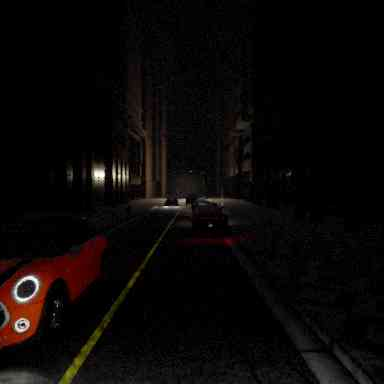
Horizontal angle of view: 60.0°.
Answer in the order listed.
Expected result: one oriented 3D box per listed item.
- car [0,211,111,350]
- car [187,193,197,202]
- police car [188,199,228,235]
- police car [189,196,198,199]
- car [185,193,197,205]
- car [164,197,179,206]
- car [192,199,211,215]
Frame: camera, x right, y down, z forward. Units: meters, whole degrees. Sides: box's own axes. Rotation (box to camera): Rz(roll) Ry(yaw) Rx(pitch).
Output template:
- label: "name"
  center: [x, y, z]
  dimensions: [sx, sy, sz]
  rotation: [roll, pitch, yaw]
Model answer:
- label: "car"
  center: [-3.101, 1.347, 6.524]
  dimensions: [2.097, 1.767, 4.553]
  rotation: [0, 0, 0]
- label: "car"
  center: [-0.010, 1.061, 70.061]
  dimensions: [2.097, 1.767, 4.553]
  rotation: [0, 0, 0]
- label: "police car"
  center: [0.897, 1.406, 18.678]
  dimensions: [1.930, 1.638, 5.238]
  rotation: [0, 0, 0]
- label: "police car"
  center: [0.895, 1.390, 28.680]
  dimensions: [1.930, 1.638, 5.238]
  rotation: [0, 0, 0]
- label: "car"
  center: [-0.008, 1.260, 55.061]
  dimensions: [2.097, 1.767, 4.553]
  rotation: [0, 0, 0]
- label: "car"
  center: [-3.075, 1.483, 50.746]
  dimensions: [1.994, 1.385, 4.181]
  rotation: [0, 0, 0]
- label: "car"
  center: [0.895, 1.480, 34.570]
  dimensions: [1.812, 1.442, 4.674]
  rotation: [0, 0, 0]
